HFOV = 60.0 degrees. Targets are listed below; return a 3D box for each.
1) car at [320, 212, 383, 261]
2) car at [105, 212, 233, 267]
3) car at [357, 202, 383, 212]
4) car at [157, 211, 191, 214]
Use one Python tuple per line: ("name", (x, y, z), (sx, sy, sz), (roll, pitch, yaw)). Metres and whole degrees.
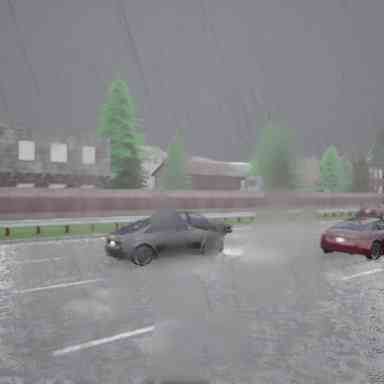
("car", (6.896, 1.686, 12.968), (4.181, 1.385, 1.994), (1, 0, -35))
("car", (-0.881, 1.619, 11.727), (4.181, 1.385, 1.994), (1, 0, -35))
("car", (15.850, 1.624, 27.954), (4.553, 1.767, 2.097), (1, 0, -35))
("car", (-0.483, 1.630, 16.302), (5.357, 1.411, 2.033), (1, 0, -35))
